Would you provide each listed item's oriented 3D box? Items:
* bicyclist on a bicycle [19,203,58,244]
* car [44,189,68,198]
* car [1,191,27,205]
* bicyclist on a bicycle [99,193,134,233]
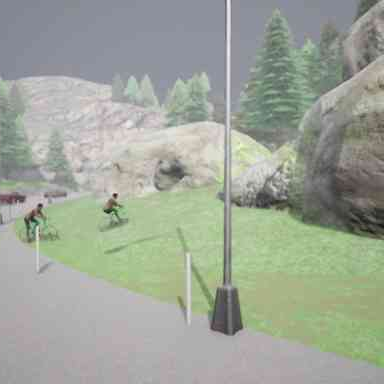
[{"bbox_3d":[-6.465,1.299,13.945,1.656,1.620,0.582,-2,3,2],"label":"bicyclist on a bicycle"},{"bbox_3d":[-20.919,0.195,51.238,1.994,1.385,4.181,0,3,9],"label":"car"},{"bbox_3d":[-21.002,0.605,38.645,1.882,1.535,5.008,0,2,-4],"label":"car"},{"bbox_3d":[-3.402,0.884,14.726,1.656,1.620,0.582,-15,11,-32],"label":"bicyclist on a bicycle"}]
